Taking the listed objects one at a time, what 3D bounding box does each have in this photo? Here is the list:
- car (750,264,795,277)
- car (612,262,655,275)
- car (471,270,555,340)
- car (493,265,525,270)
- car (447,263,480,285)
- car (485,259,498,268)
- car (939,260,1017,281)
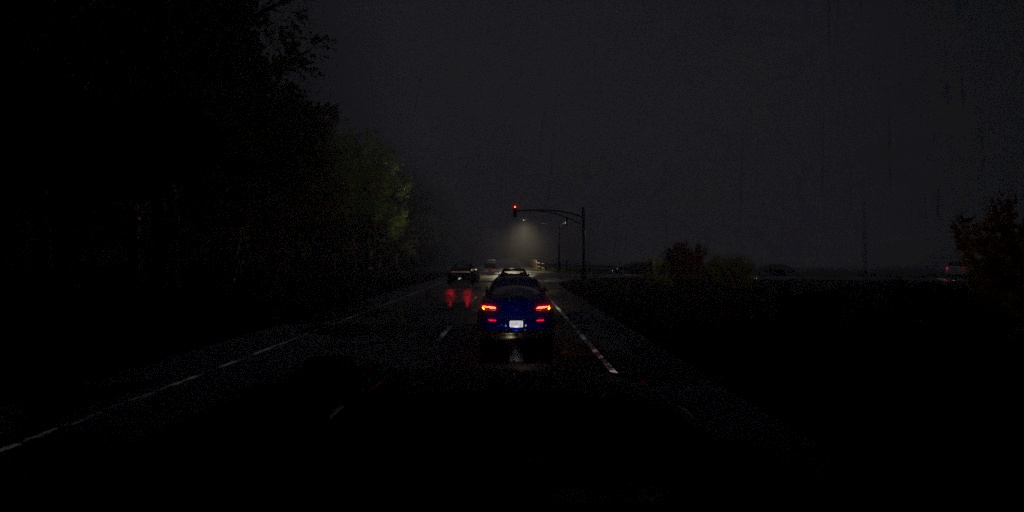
[{"bbox_3d":[29.407,1.633,40.871,4.892,1.490,1.837,1,-1,0],"label":"car"},{"bbox_3d":[13.931,1.466,41.122,4.892,1.490,1.837,1,-1,3],"label":"car"},{"bbox_3d":[0.100,1.278,9.906,1.812,1.442,4.674,0,0,0],"label":"car"},{"bbox_3d":[0.099,1.318,18.661,1.994,1.385,4.181,0,0,0],"label":"car"},{"bbox_3d":[-3.402,1.247,25.764,2.128,1.511,4.902,0,0,0],"label":"car"},{"bbox_3d":[-3.400,1.246,59.120,2.128,1.511,4.902,0,0,0],"label":"car"},{"bbox_3d":[48.549,1.498,37.192,5.566,2.045,2.150,1,-1,0],"label":"car"}]
